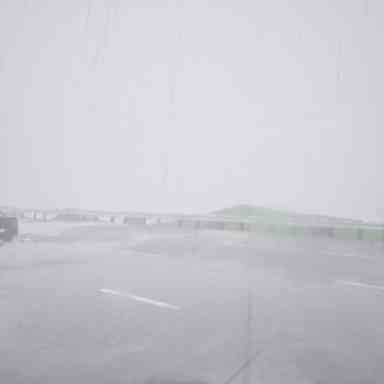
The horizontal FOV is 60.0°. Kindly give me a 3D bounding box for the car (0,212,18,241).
[{"bbox_3d":[-9.733,1.389,14.495,5.008,1.535,1.882,0,0,30],"label":"car"}]
